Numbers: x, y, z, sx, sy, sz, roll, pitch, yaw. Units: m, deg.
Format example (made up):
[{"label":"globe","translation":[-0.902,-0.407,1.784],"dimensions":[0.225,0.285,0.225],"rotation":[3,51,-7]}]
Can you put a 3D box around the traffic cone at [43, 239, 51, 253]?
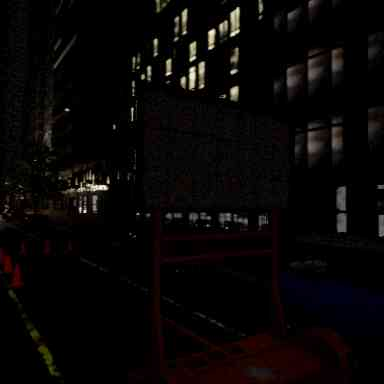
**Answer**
[{"label":"traffic cone","translation":[-6.596,2.456,15.175],"dimensions":[0.340,0.580,0.340],"rotation":[3,-3,-35]}]

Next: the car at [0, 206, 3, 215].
[{"label":"car","translation":[-23.017,2.825,42.152],"dimensions":[2.008,1.369,4.403],"rotation":[3,-3,-35]}]

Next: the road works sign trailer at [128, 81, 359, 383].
[{"label":"road works sign trailer","translation":[0.275,0.647,4.164],"dimensions":[2.380,3.560,2.880],"rotation":[3,-3,-35]}]

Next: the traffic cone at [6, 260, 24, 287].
[{"label":"traffic cone","translation":[-4.802,2.247,9.114],"dimensions":[0.340,0.580,0.340],"rotation":[3,-3,-35]}]

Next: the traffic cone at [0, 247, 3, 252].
[{"label":"traffic cone","translation":[-7.091,2.337,12.393],"dimensions":[0.340,0.580,0.340],"rotation":[3,-3,-35]}]

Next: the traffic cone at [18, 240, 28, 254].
[{"label":"traffic cone","translation":[-7.416,2.419,14.604],"dimensions":[0.340,0.580,0.340],"rotation":[3,-3,-35]}]

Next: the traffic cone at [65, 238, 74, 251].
[{"label":"traffic cone","translation":[-5.777,2.493,15.746],"dimensions":[0.340,0.580,0.340],"rotation":[3,-3,-35]}]

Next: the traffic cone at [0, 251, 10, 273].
[{"label":"traffic cone","translation":[-5.947,2.292,10.754],"dimensions":[0.340,0.580,0.340],"rotation":[3,-3,-35]}]

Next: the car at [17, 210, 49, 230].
[{"label":"car","translation":[-13.245,2.482,28.152],"dimensions":[1.802,1.307,4.206],"rotation":[3,-3,-35]}]

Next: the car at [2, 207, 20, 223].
[{"label":"car","translation":[-19.760,2.702,37.486],"dimensions":[2.008,1.369,4.403],"rotation":[3,-3,-35]}]

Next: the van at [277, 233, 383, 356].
[{"label":"van","translation":[3.049,1.599,4.831],"dimensions":[1.690,1.788,3.998],"rotation":[3,-3,-35]}]

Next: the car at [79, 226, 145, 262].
[{"label":"car","translation":[-3.471,2.096,14.153],"dimensions":[1.802,1.307,4.206],"rotation":[3,-3,-35]}]
